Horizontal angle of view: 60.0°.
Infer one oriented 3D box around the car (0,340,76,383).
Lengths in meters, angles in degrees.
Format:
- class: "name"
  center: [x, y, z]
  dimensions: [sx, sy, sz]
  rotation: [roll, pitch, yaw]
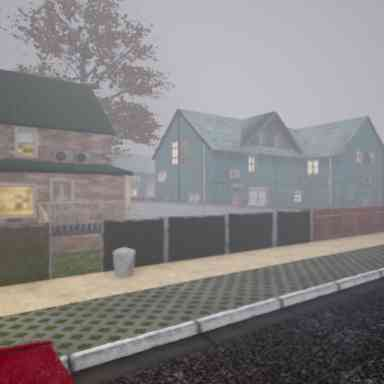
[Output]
- class: "car"
  center: [-2.727, 1.603, 1.125]
  dimensions: [4.718, 1.301, 1.895]
  rotation: [0, 0, -36]
